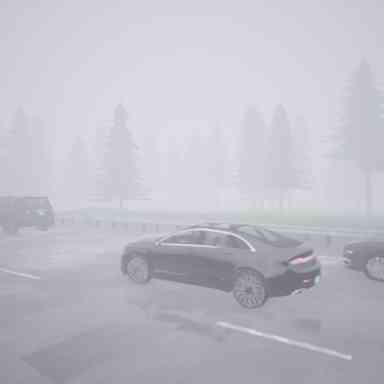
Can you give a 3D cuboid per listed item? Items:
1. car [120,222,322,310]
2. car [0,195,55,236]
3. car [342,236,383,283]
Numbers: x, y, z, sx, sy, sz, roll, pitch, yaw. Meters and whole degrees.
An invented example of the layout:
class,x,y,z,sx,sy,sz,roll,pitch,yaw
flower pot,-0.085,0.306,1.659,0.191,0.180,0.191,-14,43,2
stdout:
class,x,y,z,sx,sy,sz,roll,pitch,yaw
car,0.425,1.478,7.817,4.902,1.511,2.128,0,0,34
car,-10.112,1.203,18.594,5.566,2.045,2.150,0,0,30
car,6.293,1.484,8.007,4.892,1.490,1.837,0,0,36
